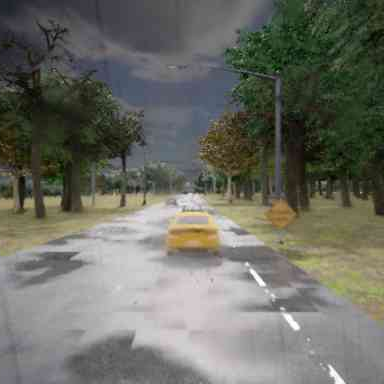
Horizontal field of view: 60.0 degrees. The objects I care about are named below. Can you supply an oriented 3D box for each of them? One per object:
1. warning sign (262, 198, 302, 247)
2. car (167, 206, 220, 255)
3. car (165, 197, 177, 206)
[{"bbox_3d":[3.553,1.189,13.305,1.300,1.860,1.060,0,0,0],"label":"warning sign"},{"bbox_3d":[0.059,1.553,13.617,1.882,1.535,5.008,0,0,0],"label":"car"},{"bbox_3d":[-3.538,1.682,57.718,1.837,1.490,4.892,0,0,0],"label":"car"}]
